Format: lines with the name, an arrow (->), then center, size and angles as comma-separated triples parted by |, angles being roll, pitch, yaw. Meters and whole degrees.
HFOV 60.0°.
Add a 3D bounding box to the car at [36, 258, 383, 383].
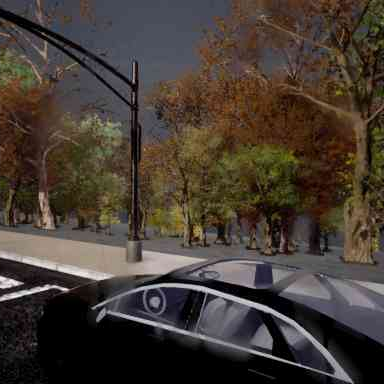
car -> 0.246, 1.491, 3.497 | 4.902, 1.511, 2.128 | 0, 0, 37
